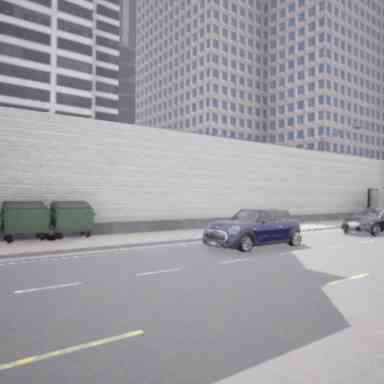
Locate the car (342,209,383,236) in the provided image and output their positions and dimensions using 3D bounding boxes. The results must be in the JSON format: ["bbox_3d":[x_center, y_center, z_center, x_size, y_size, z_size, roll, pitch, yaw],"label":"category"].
[{"bbox_3d":[11.150,1.777,20.398,4.902,1.511,2.128,1,-1,-35],"label":"car"}]

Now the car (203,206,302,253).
[{"bbox_3d":[2.678,1.498,14.486,4.553,1.767,2.097,1,-1,-35],"label":"car"}]
